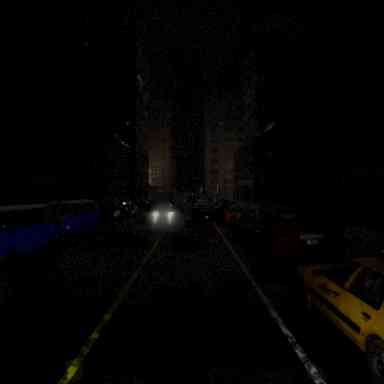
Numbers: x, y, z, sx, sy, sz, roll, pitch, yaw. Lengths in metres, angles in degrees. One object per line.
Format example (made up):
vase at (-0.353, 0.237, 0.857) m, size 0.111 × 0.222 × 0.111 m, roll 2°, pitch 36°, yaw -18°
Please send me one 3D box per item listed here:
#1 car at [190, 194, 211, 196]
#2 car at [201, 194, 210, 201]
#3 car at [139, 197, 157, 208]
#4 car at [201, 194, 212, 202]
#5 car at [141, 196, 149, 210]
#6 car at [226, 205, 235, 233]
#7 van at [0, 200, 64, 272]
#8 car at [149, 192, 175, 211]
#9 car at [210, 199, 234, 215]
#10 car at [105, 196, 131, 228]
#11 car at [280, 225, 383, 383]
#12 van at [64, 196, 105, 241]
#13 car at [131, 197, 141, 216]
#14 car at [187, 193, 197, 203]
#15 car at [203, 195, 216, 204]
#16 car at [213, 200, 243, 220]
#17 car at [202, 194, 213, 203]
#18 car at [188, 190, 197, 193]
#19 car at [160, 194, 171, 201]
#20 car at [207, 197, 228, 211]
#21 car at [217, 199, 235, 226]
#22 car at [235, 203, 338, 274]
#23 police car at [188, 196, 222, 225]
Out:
car at (0.896, 1.300, 32.663) m, size 1.882 × 1.535 × 5.008 m, roll 0°, pitch 0°, yaw 0°
car at (2.861, 1.170, 71.708) m, size 1.802 × 1.307 × 4.206 m, roll -1°, pitch 0°, yaw 0°
car at (-5.681, 1.341, 43.778) m, size 1.802 × 1.307 × 4.206 m, roll -1°, pitch 0°, yaw 0°
car at (2.861, 1.189, 66.123) m, size 1.947 × 1.339 × 4.313 m, roll -1°, pitch 0°, yaw 0°
car at (-5.682, 1.231, 38.191) m, size 1.967 × 1.590 × 4.097 m, roll -1°, pitch 0°, yaw 0°
car at (2.854, 1.497, 15.850) m, size 1.802 × 1.307 × 4.206 m, roll -1°, pitch 0°, yaw 0°
van at (-5.680, 1.287, 10.263) m, size 1.690 × 1.788 × 3.998 m, roll -1°, pitch 0°, yaw 0°
car at (-3.100, 1.019, 37.498) m, size 2.150 × 2.045 × 5.566 m, roll 0°, pitch 0°, yaw 0°
car at (2.856, 1.388, 32.608) m, size 1.947 × 1.339 × 4.313 m, roll -1°, pitch 0°, yaw 0°
car at (-5.682, 1.200, 21.434) m, size 2.192 × 1.841 × 5.009 m, roll -1°, pitch 0°, yaw 0°
car at (2.852, 1.499, 4.849) m, size 1.752 × 1.417 × 4.829 m, roll -1°, pitch 0°, yaw 0°
van at (-5.681, 1.257, 15.849) m, size 1.690 × 1.788 × 3.998 m, roll -1°, pitch 0°, yaw 0°
car at (-5.681, 1.294, 27.020) m, size 1.967 × 1.590 × 4.097 m, roll -1°, pitch 0°, yaw 0°
car at (-0.007, 1.269, 58.975) m, size 1.895 × 1.301 × 4.718 m, roll 0°, pitch 0°, yaw 0°
car at (2.859, 1.243, 54.951) m, size 2.008 × 1.369 × 4.403 m, roll -1°, pitch 0°, yaw 0°
car at (2.855, 1.419, 27.022) m, size 1.947 × 1.339 × 4.313 m, roll -1°, pitch 0°, yaw 0°
car at (2.859, 1.182, 60.706) m, size 1.752 × 1.417 × 4.829 m, roll -1°, pitch 0°, yaw 0°
car at (-0.008, 0.657, 73.864) m, size 2.150 × 2.045 × 5.566 m, roll 0°, pitch 0°, yaw 0°
car at (-5.684, 1.133, 71.706) m, size 1.887 × 1.381 × 4.507 m, roll -1°, pitch 0°, yaw 0°
car at (2.857, 1.341, 38.193) m, size 2.008 × 1.369 × 4.403 m, roll -1°, pitch 0°, yaw 0°
car at (2.854, 1.409, 21.606) m, size 1.752 × 1.417 × 4.829 m, roll -1°, pitch 0°, yaw 0°
car at (2.850, 1.260, 10.263) m, size 2.192 × 1.841 × 5.009 m, roll -1°, pitch 0°, yaw 0°
police car at (0.897, 1.303, 22.772) m, size 1.930 × 1.638 × 5.238 m, roll 0°, pitch 0°, yaw 0°
